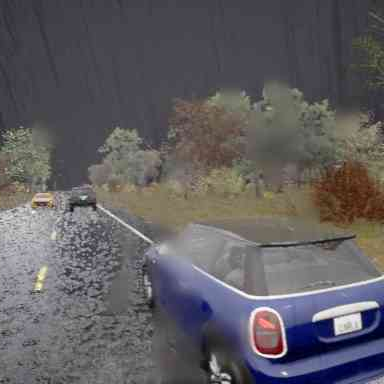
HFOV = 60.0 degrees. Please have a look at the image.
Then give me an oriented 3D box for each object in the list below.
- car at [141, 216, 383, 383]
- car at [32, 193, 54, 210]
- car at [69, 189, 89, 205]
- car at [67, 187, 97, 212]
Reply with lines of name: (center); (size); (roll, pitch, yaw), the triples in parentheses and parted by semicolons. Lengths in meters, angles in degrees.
car: (0.636, 1.144, 4.927); (2.097, 1.767, 4.553); (-3, 2, -20)
car: (-15.353, 0.894, 34.425); (1.882, 1.535, 5.008); (-3, 2, -20)
car: (-13.864, 0.524, 40.571); (2.097, 1.767, 4.553); (-3, 2, -20)
car: (-9.726, 0.586, 29.480); (2.150, 2.045, 5.566); (-3, 2, -20)
